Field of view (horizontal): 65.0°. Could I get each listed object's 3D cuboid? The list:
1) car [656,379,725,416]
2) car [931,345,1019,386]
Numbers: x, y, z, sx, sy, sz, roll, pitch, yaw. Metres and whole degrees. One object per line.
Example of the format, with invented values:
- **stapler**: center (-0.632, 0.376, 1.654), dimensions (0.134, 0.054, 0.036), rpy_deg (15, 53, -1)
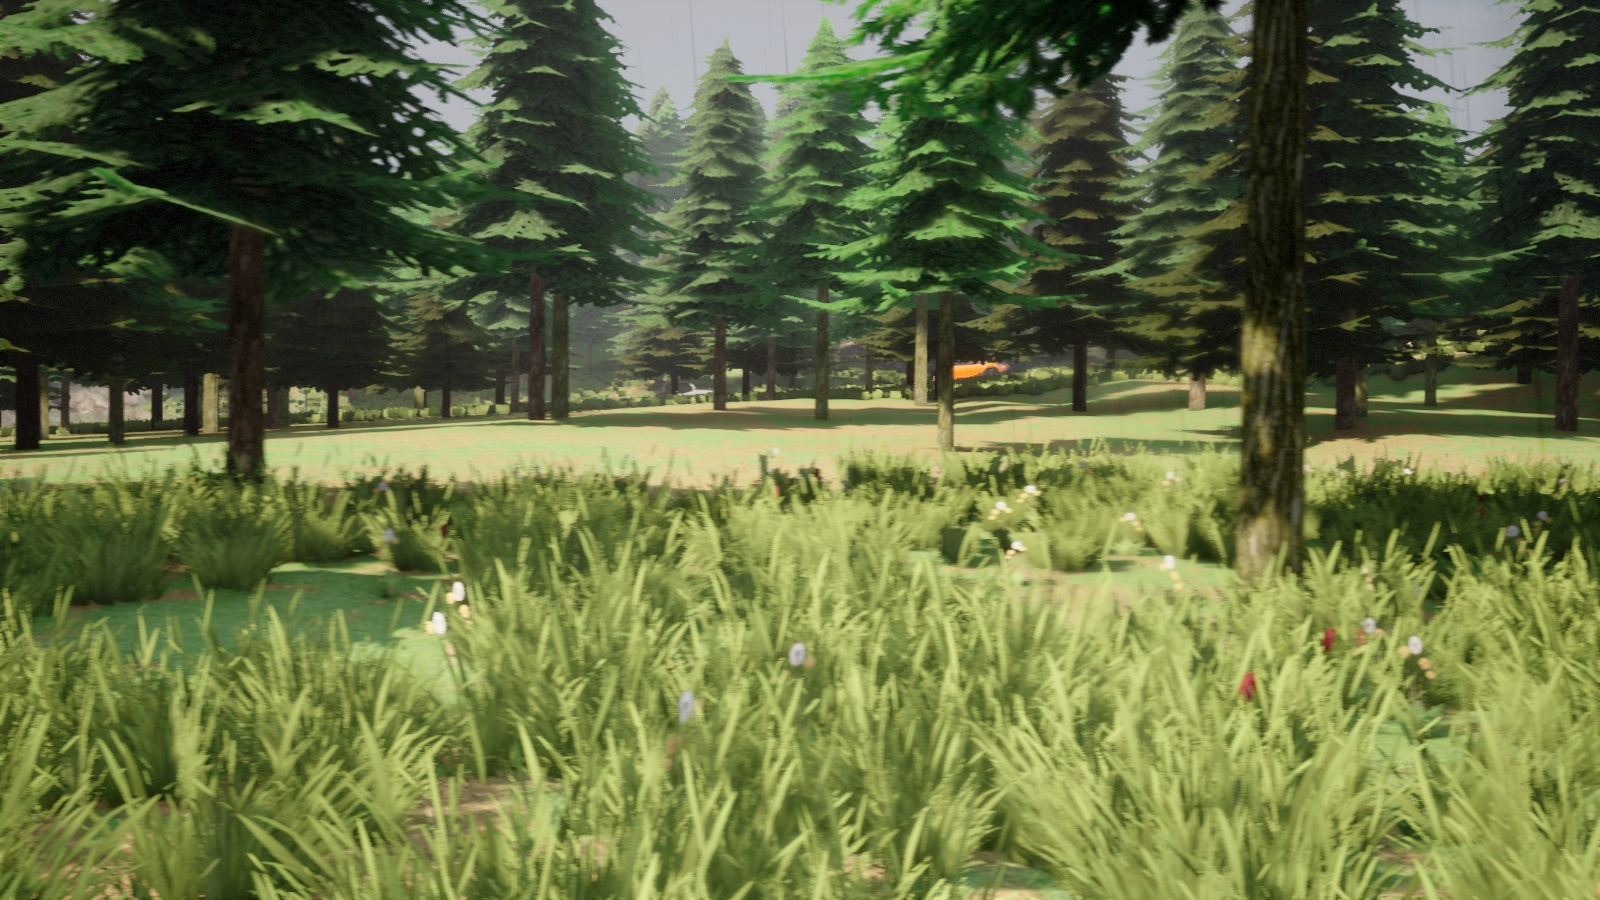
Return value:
- **car**: center (-6.819, -3.273, 78.471), dimensions (3.866, 1.878, 1.905), rpy_deg (-6, 0, 3)
- **car**: center (10.253, -4.936, 73.573), dimensions (4.553, 1.767, 2.097), rpy_deg (-6, -2, 26)
